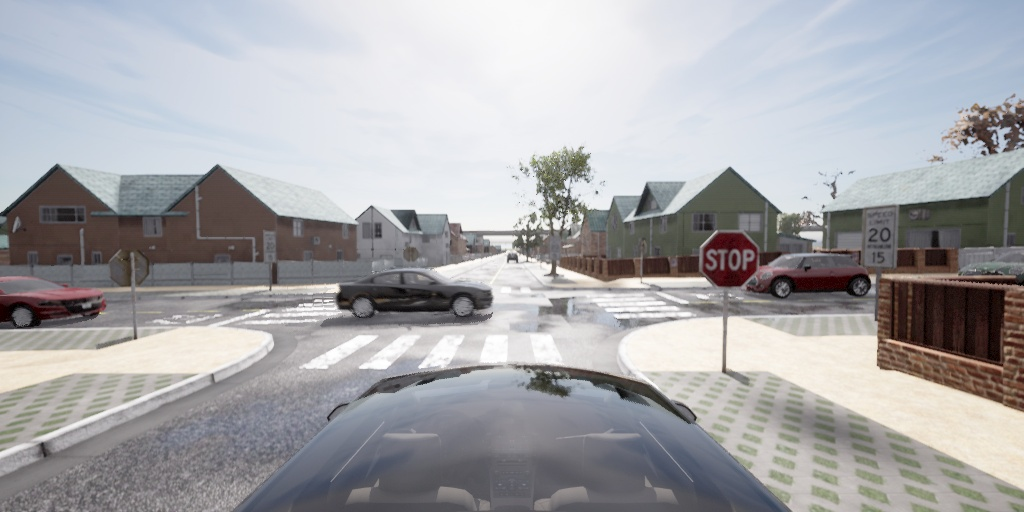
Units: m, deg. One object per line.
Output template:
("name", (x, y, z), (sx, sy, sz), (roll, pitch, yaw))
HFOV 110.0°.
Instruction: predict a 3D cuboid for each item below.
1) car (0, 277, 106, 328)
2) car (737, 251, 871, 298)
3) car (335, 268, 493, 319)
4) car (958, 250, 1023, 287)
("car", (-16.472, 1.429, 11.757), (5.008, 1.535, 1.882), (-1, 2, 0))
("car", (11.830, 0.700, 14.845), (4.553, 1.767, 2.097), (-1, 2, 0))
("car", (-3.124, 1.145, 11.849), (5.008, 1.535, 1.882), (-1, 0, 0))
("car", (21.725, 0.525, 14.900), (4.553, 1.767, 2.097), (-1, 2, 0))
